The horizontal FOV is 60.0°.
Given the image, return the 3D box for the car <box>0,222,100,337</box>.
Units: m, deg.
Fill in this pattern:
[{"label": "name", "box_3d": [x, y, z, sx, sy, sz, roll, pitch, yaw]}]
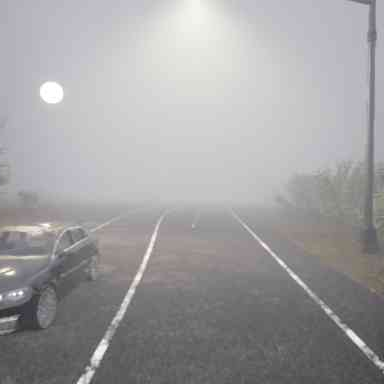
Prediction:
[{"label": "car", "box_3d": [-3.242, 1.426, 6.779, 2.128, 1.511, 4.902, 1, 0, -1]}]
